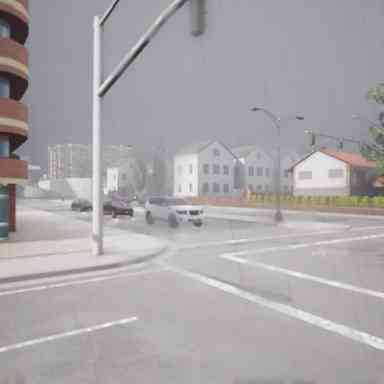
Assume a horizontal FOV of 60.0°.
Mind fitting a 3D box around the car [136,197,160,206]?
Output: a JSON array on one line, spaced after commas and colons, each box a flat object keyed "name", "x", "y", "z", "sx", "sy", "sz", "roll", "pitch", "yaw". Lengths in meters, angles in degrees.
[{"name": "car", "x": -7.878, "y": 1.725, "z": 59.527, "sx": 2.033, "sy": 1.411, "sz": 5.357, "roll": 0, "pitch": 0, "yaw": -35}]

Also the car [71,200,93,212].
[{"name": "car", "x": -13.282, "y": 1.628, "z": 40.581, "sx": 2.033, "sy": 1.411, "sz": 5.357, "roll": 0, "pitch": 0, "yaw": -34}]

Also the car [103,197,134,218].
[{"name": "car", "x": -7.257, "y": 1.555, "z": 31.808, "sx": 1.882, "sy": 1.535, "sz": 5.008, "roll": 0, "pitch": 0, "yaw": -34}]

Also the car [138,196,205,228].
[{"name": "car", "x": -1.368, "y": 1.299, "z": 23.257, "sx": 2.150, "sy": 2.045, "sz": 5.566, "roll": 0, "pitch": 0, "yaw": -35}]
